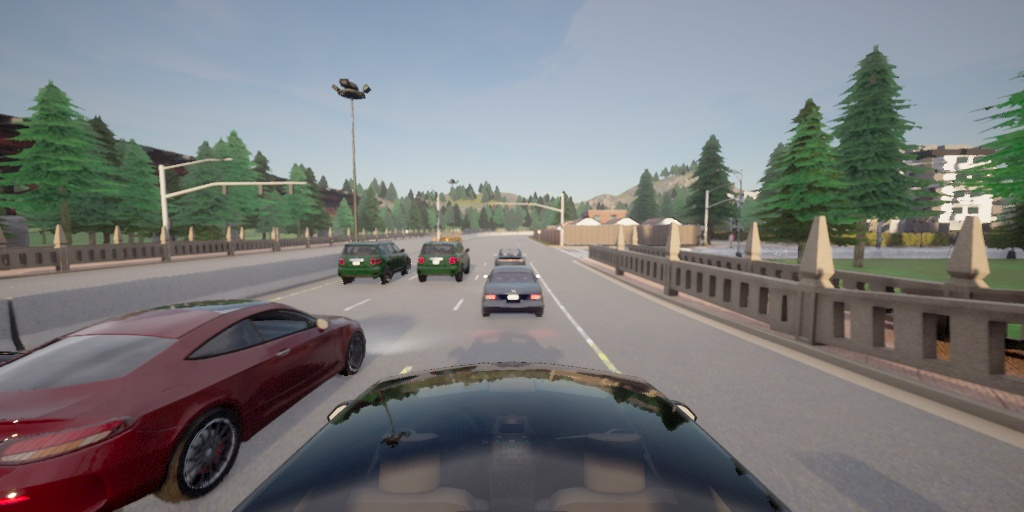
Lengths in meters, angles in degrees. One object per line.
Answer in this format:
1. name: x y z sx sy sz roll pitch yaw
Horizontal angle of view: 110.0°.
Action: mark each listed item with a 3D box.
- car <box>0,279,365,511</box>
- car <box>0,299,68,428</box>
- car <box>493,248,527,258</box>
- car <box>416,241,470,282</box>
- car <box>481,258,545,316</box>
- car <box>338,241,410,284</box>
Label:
1. car: -3.420 1.245 4.269 1.812 1.442 4.674 0 1 0
2. car: -6.901 1.298 2.080 2.033 1.411 5.357 0 0 0
3. car: -0.113 0.279 21.834 2.128 1.511 4.902 0 4 -1
4. car: -3.587 0.180 19.501 2.150 2.045 5.566 0 4 -1
5. car: 0.002 1.005 11.911 2.033 1.411 5.357 0 3 -1
6. car: -7.080 0.223 18.920 2.150 2.045 5.566 0 4 -1
